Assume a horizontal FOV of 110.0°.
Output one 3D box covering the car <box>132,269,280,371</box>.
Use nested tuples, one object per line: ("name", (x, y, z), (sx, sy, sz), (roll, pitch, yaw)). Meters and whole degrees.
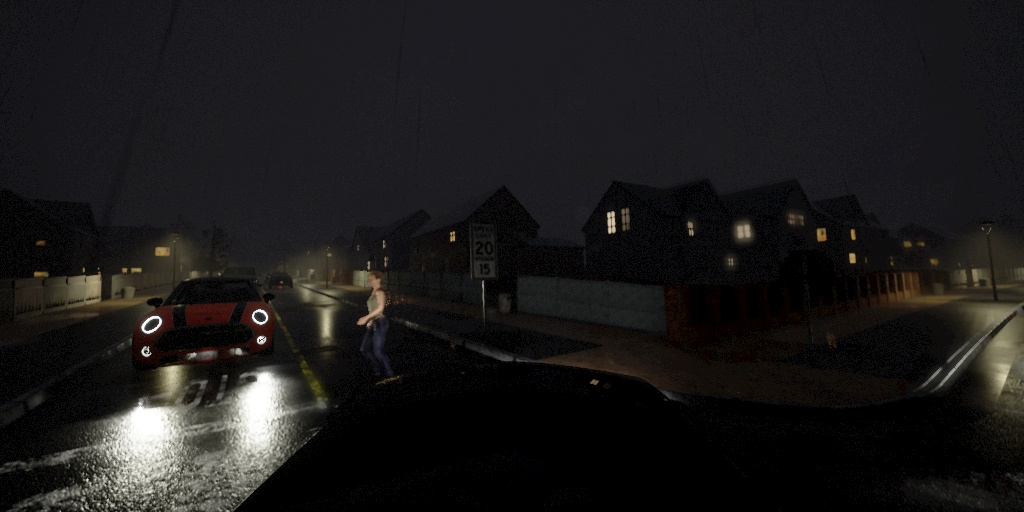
("car", (-6.856, 1.280, 8.343), (2.097, 1.767, 4.553), (1, -2, -36))

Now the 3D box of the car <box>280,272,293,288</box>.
("car", (-22.464, 2.319, 34.717), (1.882, 1.535, 5.008), (1, -2, -36))

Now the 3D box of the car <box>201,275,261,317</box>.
("car", (-12.798, 1.695, 16.509), (1.882, 1.535, 5.008), (1, -2, -36))

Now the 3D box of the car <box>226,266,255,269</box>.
("car", (-19.111, 1.747, 25.206), (2.150, 2.045, 5.566), (1, -2, -36))

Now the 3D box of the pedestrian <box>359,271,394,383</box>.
("pedestrian", (-2.210, 1.118, 5.849), (0.375, 1.860, 0.375), (4, -7, -36))
